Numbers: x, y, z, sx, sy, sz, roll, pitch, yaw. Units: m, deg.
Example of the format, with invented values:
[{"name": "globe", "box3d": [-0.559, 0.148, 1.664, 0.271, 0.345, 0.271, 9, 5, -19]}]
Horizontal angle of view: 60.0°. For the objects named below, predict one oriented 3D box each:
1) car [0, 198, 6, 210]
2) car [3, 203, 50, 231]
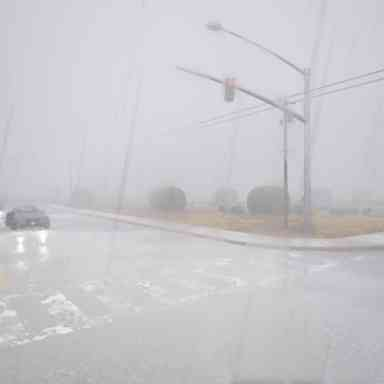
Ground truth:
[{"name": "car", "box3d": [-23.927, 1.459, 40.371, 2.128, 1.511, 4.902, 0, 1, -35]}, {"name": "car", "box3d": [-10.080, 1.554, 20.375, 1.994, 1.385, 4.181, 0, 1, -35]}]
